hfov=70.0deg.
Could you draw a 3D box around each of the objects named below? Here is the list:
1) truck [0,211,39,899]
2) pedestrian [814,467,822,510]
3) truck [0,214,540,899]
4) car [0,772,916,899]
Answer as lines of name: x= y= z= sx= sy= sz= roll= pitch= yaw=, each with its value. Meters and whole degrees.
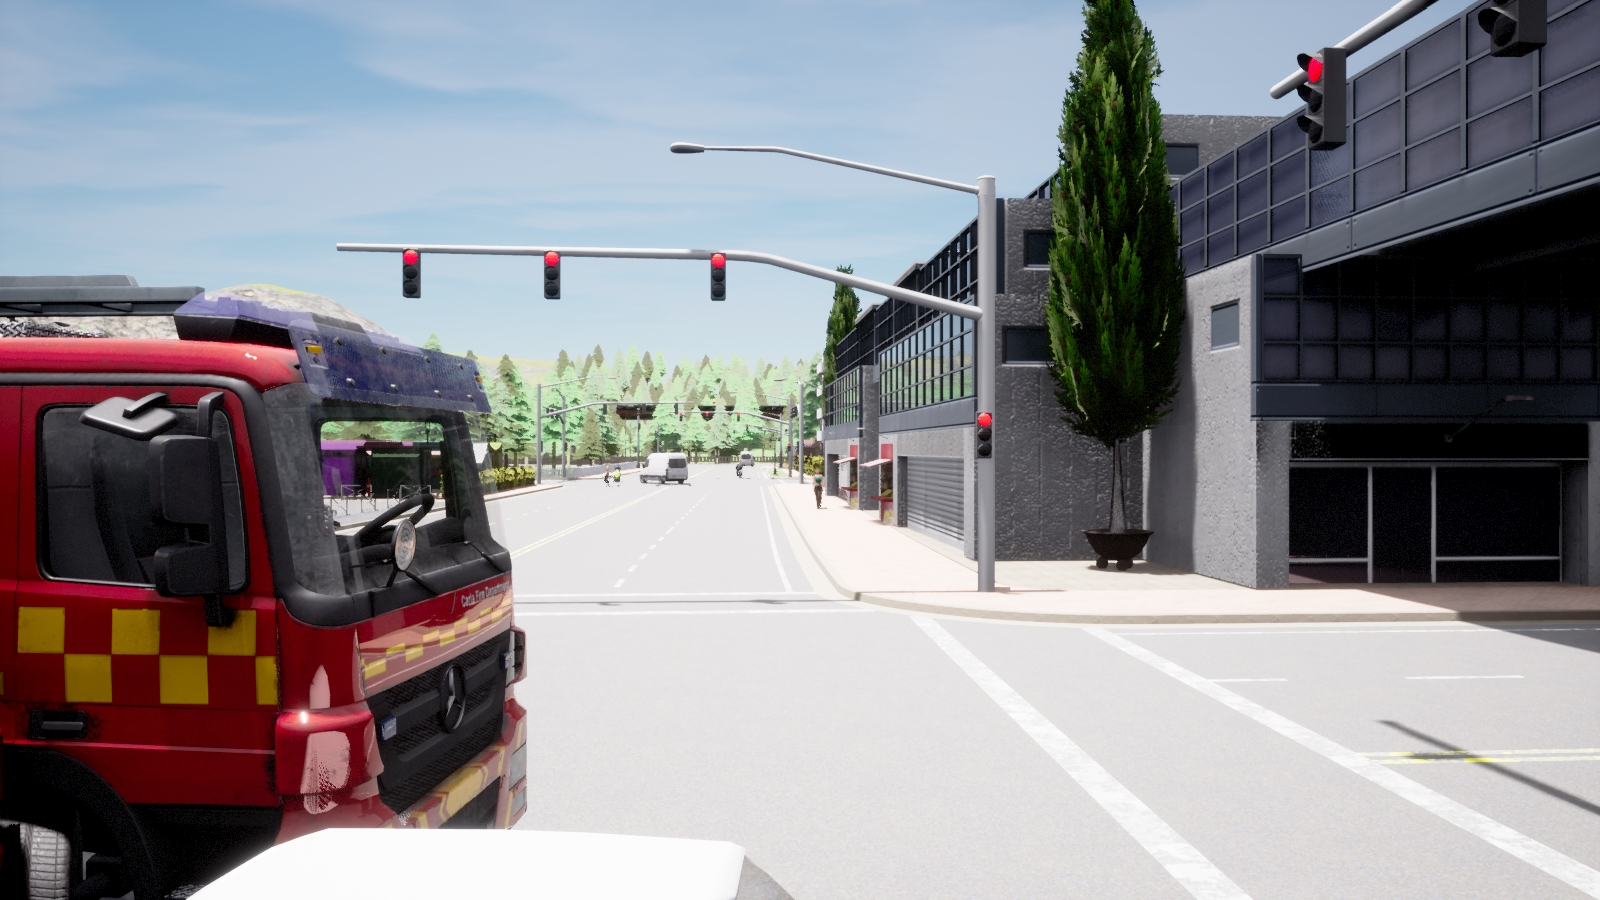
truck: x=-7.587 y=0.890 z=3.490 sx=8.468 sy=3.827 sz=2.891 roll=0 pitch=0 yaw=-3
pedestrian: x=0.797 y=1.696 z=50.513 sx=0.375 sy=1.860 sz=0.375 roll=0 pitch=0 yaw=0
truck: x=-6.102 y=0.890 z=6.659 sx=8.468 sy=3.827 sz=2.891 roll=0 pitch=0 yaw=4
car: x=-1.549 y=2.065 z=3.579 sx=3.806 sy=1.475 sz=1.970 roll=0 pitch=0 yaw=5
